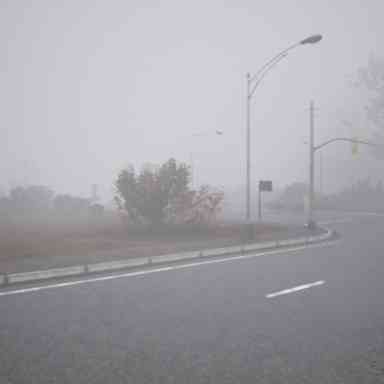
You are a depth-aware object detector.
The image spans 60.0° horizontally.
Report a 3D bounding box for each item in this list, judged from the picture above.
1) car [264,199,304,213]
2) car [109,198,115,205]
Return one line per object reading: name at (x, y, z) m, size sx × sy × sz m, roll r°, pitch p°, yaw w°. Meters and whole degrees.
car at (10.598, 1.534, 38.700) m, size 2.128 × 1.511 × 4.902 m, roll 0°, pitch 0°, yaw -39°
car at (-12.397, 1.602, 56.156) m, size 1.994 × 1.385 × 4.181 m, roll 0°, pitch 0°, yaw -38°
